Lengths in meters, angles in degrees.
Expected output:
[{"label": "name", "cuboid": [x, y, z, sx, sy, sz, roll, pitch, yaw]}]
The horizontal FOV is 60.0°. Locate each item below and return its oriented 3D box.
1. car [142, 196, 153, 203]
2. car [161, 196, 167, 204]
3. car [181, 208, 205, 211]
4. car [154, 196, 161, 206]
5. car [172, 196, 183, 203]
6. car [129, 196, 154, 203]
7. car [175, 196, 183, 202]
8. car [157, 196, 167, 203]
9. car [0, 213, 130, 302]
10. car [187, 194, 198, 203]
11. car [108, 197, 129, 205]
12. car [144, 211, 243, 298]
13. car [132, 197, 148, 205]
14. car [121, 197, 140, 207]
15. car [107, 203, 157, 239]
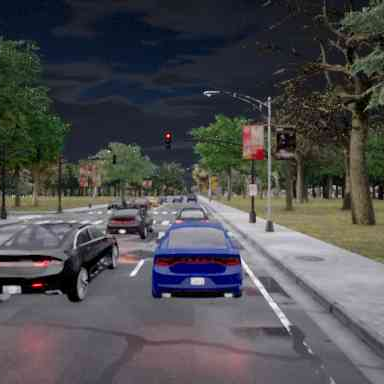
[{"label": "car", "cuboid": [-9.713, 1.653, 73.113, 1.837, 1.490, 4.892, 0, 0, 0]}, {"label": "car", "cuboid": [-6.528, 1.628, 62.646, 2.128, 1.511, 4.902, 0, 0, 1]}, {"label": "car", "cuboid": [0.027, 1.558, 17.781, 1.812, 1.442, 4.674, 0, 0, 1]}, {"label": "car", "cuboid": [-6.567, 1.588, 53.075, 1.882, 1.535, 5.008, 0, 0, 0]}, {"label": "car", "cuboid": [-3.194, 1.691, 72.516, 1.812, 1.442, 4.674, 0, 0, 0]}, {"label": "car", "cuboid": [-6.575, 1.564, 43.495, 1.882, 1.535, 5.008, 0, 0, 0]}, {"label": "car", "cuboid": [-3.206, 1.684, 85.158, 1.882, 1.535, 5.008, 0, 0, 0]}, {"label": "car", "cuboid": [-6.463, 1.660, 72.694, 1.837, 1.490, 4.892, 0, 0, 0]}, {"label": "car", "cuboid": [-3.150, 1.506, 8.265, 2.128, 1.511, 4.902, 0, 0, 0]}, {"label": "car", "cuboid": [0.038, 1.393, 73.521, 2.150, 2.045, 5.566, 0, 0, 0]}, {"label": "car", "cuboid": [-9.824, 1.652, 44.205, 1.994, 1.385, 4.181, 0, 0, 1]}, {"label": "car", "cuboid": [0.106, 1.493, 8.583, 1.882, 1.535, 5.008, 0, 0, 0]}, {"label": "car", "cuboid": [-9.774, 1.685, 62.943, 2.033, 1.411, 5.357, 0, 0, 0]}, {"label": "car", "cuboid": [-9.814, 1.602, 53.125, 2.128, 1.511, 4.902, 0, 0, 0]}, {"label": "car", "cuboid": [-3.143, 1.537, 17.438, 1.837, 1.490, 4.892, 0, 0, 0]}]
